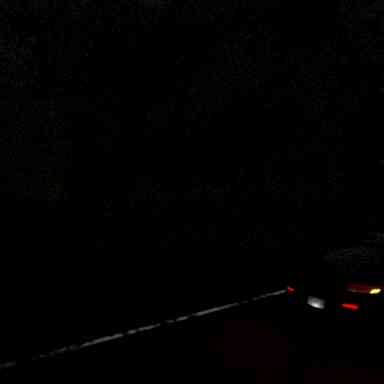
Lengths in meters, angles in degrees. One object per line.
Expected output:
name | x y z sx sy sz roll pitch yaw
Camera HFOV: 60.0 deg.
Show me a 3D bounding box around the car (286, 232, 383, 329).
car | 3.776 1.513 6.424 4.674 1.442 1.812 0 0 -35
